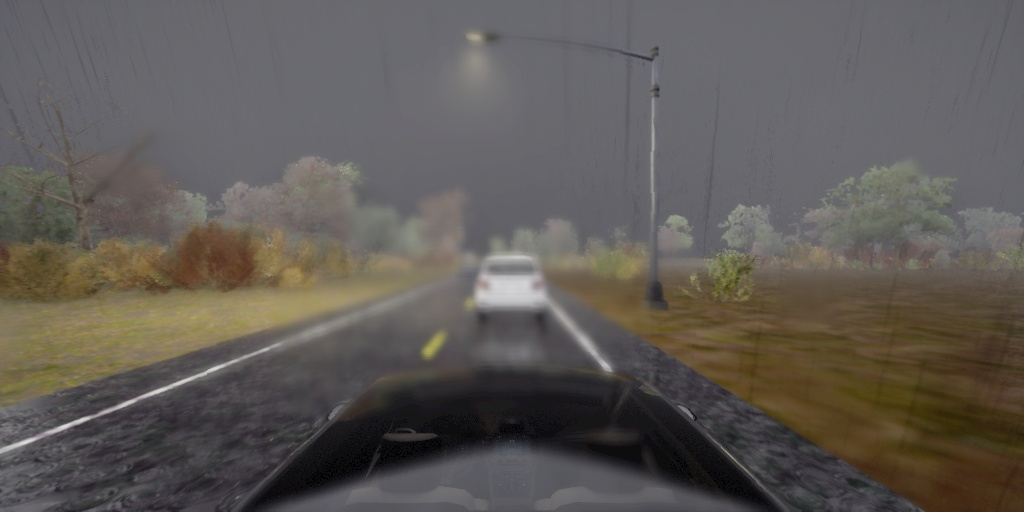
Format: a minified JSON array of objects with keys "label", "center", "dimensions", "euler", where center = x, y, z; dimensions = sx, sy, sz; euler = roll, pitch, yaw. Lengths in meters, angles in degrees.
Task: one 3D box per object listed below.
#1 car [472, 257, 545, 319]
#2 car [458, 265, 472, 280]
[{"label":"car","center":[-0.017,1.040,13.257],"dimensions":[2.150,2.045,5.566],"euler":[0,0,0]},{"label":"car","center":[-3.917,1.501,33.990],"dimensions":[1.994,1.385,4.181],"euler":[0,0,0]}]
